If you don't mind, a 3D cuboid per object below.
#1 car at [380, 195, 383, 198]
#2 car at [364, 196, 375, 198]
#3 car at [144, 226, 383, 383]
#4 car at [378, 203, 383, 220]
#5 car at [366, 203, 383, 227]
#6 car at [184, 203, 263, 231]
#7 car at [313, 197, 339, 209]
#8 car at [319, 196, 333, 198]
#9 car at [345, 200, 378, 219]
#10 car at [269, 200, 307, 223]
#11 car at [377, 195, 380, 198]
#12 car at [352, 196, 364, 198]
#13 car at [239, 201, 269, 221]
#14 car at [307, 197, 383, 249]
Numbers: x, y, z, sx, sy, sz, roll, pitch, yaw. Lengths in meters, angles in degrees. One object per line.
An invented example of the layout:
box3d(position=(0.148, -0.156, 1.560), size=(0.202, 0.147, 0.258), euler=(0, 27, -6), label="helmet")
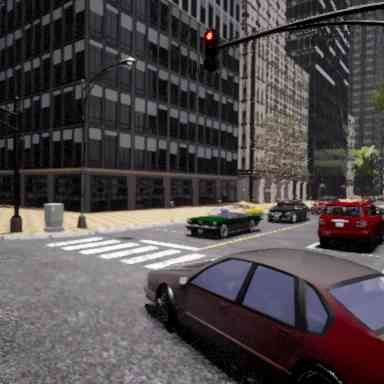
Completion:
box3d(position=(47.186, 1.436, 82.924), size=(2.008, 1.369, 4.403), euler=(1, 1, 36), label="car")
box3d(position=(33.775, 1.451, 64.791), size=(1.802, 1.307, 4.206), euler=(1, 1, 36), label="car")
box3d(position=(1.196, 1.530, 4.606), size=(2.033, 1.411, 5.357), euler=(0, 0, -33), label="car")
box3d(position=(17.047, 1.614, 28.084), size=(1.802, 1.307, 4.206), euler=(1, 1, 36), label="car")
box3d(position=(13.795, 1.550, 23.685), size=(1.752, 1.417, 4.829), euler=(1, 1, 36), label="car")
box3d(position=(1.668, 1.467, 16.990), size=(1.895, 1.301, 4.718), euler=(2, 1, 36), label="car")
box3d(position=(17.012, 1.407, 42.126), size=(1.947, 1.339, 4.313), euler=(1, 1, 36), label="car")
box3d(position=(13.112, 1.245, 32.459), size=(2.097, 1.767, 4.553), euler=(2, 1, 37), label="car")
box3d(position=(15.507, 1.534, 30.348), size=(1.994, 1.385, 4.181), euler=(2, 1, 37), label="car")
box3d(position=(7.134, 1.383, 24.398), size=(1.837, 1.490, 4.892), euler=(2, 1, 36), label="car")
box3d(position=(37.128, 1.424, 69.325), size=(2.008, 1.369, 4.403), euler=(1, 1, 36), label="car")
box3d(position=(26.970, 1.384, 55.588), size=(1.752, 1.417, 4.829), euler=(1, 1, 36), label="car")
box3d(position=(3.501, 1.337, 23.856), size=(1.752, 1.417, 4.829), euler=(1, 1, 36), label="car")
box3d(position=(6.989, 1.324, 14.477), size=(2.192, 1.841, 5.009), euler=(1, 1, 36), label="car")
